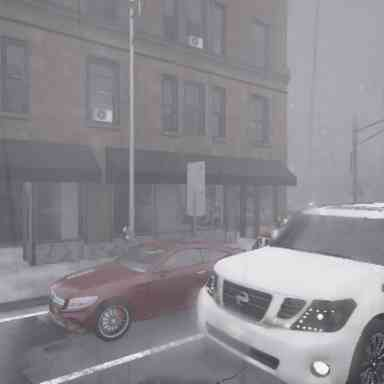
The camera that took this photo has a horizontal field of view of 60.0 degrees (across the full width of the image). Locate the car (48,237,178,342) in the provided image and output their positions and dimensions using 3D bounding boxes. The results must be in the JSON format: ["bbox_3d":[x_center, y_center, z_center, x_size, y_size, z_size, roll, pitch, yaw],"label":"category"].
[{"bbox_3d":[-0.491,1.582,6.414,4.206,1.307,1.802,0,0,-35],"label":"car"}]

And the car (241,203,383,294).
[{"bbox_3d":[4.008,1.315,9.618,5.009,1.841,2.192,0,0,-35],"label":"car"}]

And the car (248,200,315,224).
[{"bbox_3d":[6.813,1.486,25.884,1.882,1.535,5.008,0,0,-35],"label":"car"}]

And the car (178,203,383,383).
[{"bbox_3d":[2.741,1.223,5.330,5.566,2.045,2.150,0,0,-35],"label":"car"}]
